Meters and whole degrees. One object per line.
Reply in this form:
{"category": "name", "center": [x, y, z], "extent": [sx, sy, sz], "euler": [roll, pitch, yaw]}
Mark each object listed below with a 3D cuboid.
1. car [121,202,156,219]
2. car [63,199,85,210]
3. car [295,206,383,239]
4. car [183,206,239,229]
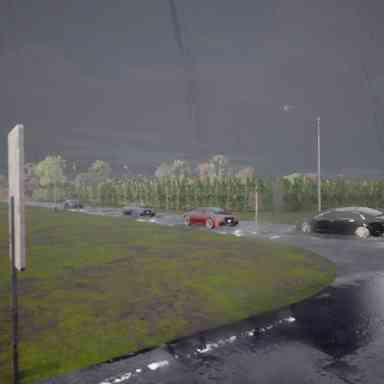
{"category": "car", "center": [-5.123, 1.686, 31.391], "extent": [1.994, 1.385, 4.181], "euler": [-1, 0, -35]}
{"category": "car", "center": [-17.335, 1.748, 48.405], "extent": [2.033, 1.411, 5.357], "euler": [-1, 0, -36]}
{"category": "car", "center": [7.830, 1.536, 17.478], "extent": [1.837, 1.490, 4.892], "euler": [-9, 6, -43]}
{"category": "car", "center": [1.195, 1.646, 22.482], "extent": [1.994, 1.385, 4.181], "euler": [-1, 0, -35]}
